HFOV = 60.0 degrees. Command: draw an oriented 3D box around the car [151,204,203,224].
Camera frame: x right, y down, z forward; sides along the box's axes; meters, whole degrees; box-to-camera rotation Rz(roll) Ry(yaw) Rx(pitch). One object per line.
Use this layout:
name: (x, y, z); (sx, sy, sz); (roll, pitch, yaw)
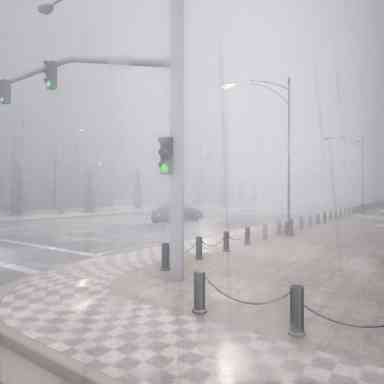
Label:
car: (-0.995, 1.508, 23.674); (1.994, 1.385, 4.181); (0, 0, 36)
